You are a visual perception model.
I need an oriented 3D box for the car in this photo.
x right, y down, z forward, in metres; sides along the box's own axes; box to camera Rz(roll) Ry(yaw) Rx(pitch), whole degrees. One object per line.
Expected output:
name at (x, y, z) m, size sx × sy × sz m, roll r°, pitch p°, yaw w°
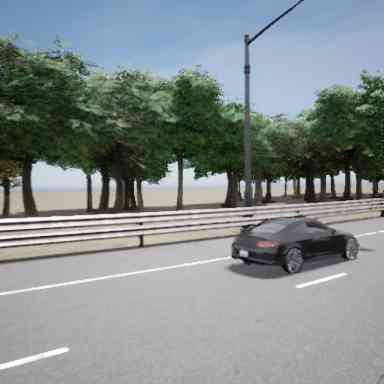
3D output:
car at (3.279, 1.483, 10.383) m, size 4.674 × 1.442 × 1.812 m, roll -1°, pitch 0°, yaw -35°
